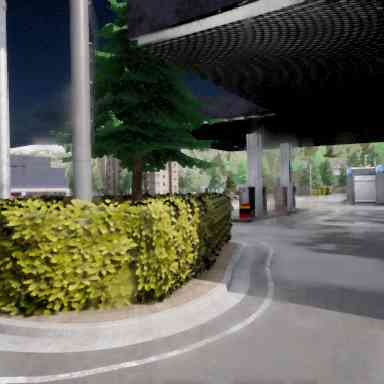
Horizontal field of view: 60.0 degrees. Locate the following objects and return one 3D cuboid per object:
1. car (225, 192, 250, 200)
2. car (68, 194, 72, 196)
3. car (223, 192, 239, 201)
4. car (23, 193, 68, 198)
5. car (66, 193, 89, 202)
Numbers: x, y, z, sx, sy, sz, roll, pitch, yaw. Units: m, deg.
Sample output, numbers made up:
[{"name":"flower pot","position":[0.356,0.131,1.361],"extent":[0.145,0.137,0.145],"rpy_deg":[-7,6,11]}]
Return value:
[{"name":"car","position":[9.177,0.812,66.517],"extent":[4.514,1.523,2.007],"rpy_deg":[-1,1,35]},{"name":"car","position":[-24.271,1.124,63.885],"extent":[3.866,1.878,1.905],"rpy_deg":[-1,1,35]},{"name":"car","position":[7.405,0.851,63.928],"extent":[5.027,1.636,2.152],"rpy_deg":[-1,1,35]},{"name":"car","position":[-14.795,1.183,33.599],"extent":[3.866,1.878,1.905],"rpy_deg":[-1,1,35]},{"name":"car","position":[-22.926,1.103,66.494],"extent":[4.605,1.855,1.932],"rpy_deg":[-1,1,35]}]
